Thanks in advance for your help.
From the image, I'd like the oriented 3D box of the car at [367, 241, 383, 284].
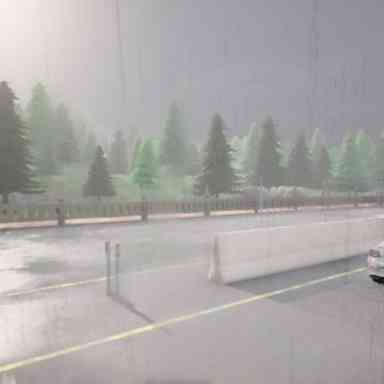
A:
[{"bbox_3d":[6.082,1.474,8.105,4.674,1.442,1.812,-1,0,-35],"label":"car"}]
